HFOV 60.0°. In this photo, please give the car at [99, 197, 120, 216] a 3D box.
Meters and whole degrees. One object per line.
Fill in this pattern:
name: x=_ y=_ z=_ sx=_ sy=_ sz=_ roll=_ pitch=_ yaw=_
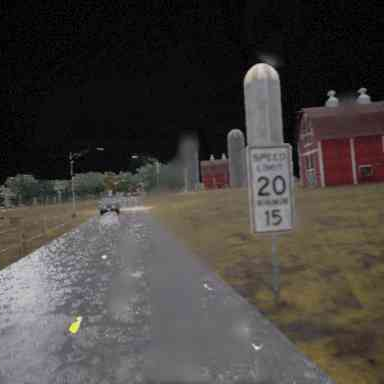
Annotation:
car: x=-9.846 y=1.631 z=40.144 sx=2.150 sy=2.045 sz=5.566 roll=-3 pitch=1 yaw=-10
